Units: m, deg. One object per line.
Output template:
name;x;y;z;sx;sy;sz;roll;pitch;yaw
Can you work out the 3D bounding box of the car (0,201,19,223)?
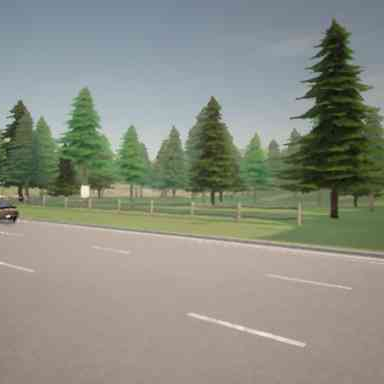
car;-13.473;1.314;22.204;4.902;1.511;2.128;1;0;36
